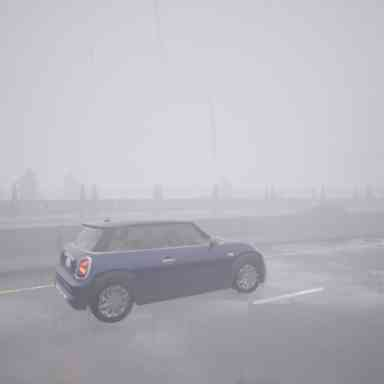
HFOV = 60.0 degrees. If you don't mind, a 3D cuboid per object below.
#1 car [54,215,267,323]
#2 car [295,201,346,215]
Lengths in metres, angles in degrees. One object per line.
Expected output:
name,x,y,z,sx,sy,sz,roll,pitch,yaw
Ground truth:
car,-0.508,1.337,7.344,4.553,1.767,2.097,0,0,-32
car,11.127,1.490,28.784,4.674,1.442,1.812,0,0,-20
